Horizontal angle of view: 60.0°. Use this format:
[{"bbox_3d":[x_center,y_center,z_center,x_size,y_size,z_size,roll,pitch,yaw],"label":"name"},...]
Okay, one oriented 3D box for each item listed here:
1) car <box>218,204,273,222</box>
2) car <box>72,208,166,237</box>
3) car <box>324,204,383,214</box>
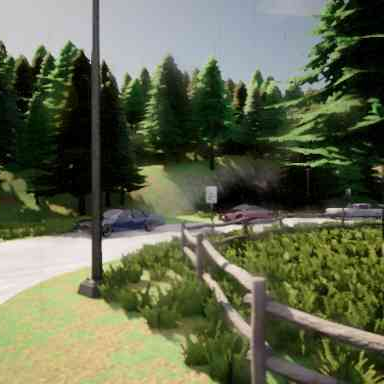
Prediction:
[{"bbox_3d":[4.064,1.636,24.927,4.181,1.385,1.994,0,0,-25],"label":"car"},{"bbox_3d":[-3.940,1.647,18.969,2.033,1.411,5.357,0,0,42],"label":"car"},{"bbox_3d":[13.612,1.628,27.725,4.718,1.301,1.895,0,0,-5],"label":"car"}]
